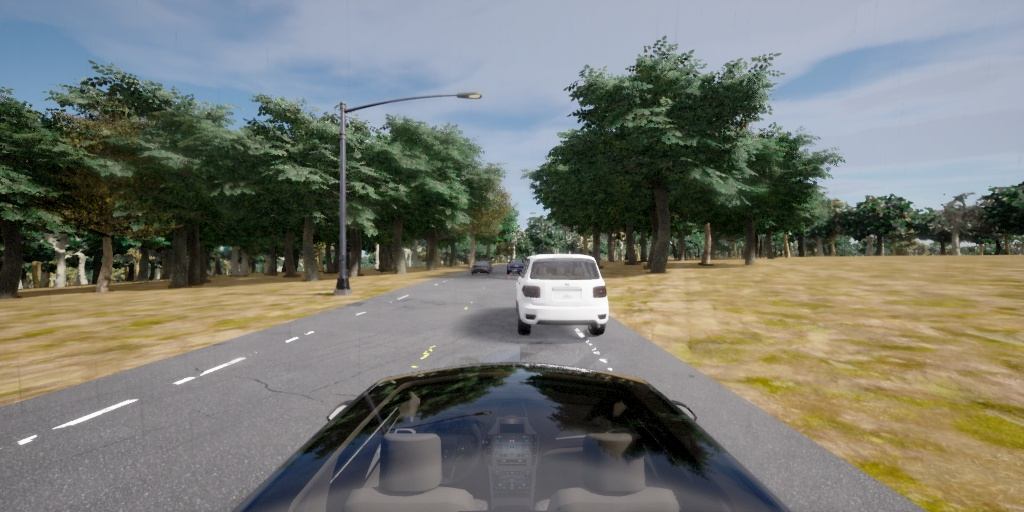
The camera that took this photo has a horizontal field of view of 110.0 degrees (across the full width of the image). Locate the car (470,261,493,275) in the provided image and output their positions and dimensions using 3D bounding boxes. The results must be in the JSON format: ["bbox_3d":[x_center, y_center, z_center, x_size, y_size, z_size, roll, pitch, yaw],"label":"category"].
[{"bbox_3d":[-3.051,1.235,37.589,2.033,1.411,5.357,0,0,3],"label":"car"}]

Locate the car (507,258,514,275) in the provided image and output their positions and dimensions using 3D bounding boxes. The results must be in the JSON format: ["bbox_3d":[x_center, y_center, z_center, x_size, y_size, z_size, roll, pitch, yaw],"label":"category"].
[{"bbox_3d":[0.623,1.030,39.159,2.097,1.767,4.553,0,0,4],"label":"car"}]

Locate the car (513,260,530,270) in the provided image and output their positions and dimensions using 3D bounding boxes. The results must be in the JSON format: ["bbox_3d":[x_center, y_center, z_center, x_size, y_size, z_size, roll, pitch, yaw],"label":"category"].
[{"bbox_3d":[1.385,1.226,49.313,1.895,1.301,4.718,0,0,7],"label":"car"}]

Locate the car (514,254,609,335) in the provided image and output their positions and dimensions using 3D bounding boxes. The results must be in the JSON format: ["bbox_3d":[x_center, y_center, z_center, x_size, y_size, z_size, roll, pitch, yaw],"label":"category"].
[{"bbox_3d":[1.226,0.972,10.648,2.150,2.045,5.566,0,0,0],"label":"car"}]
